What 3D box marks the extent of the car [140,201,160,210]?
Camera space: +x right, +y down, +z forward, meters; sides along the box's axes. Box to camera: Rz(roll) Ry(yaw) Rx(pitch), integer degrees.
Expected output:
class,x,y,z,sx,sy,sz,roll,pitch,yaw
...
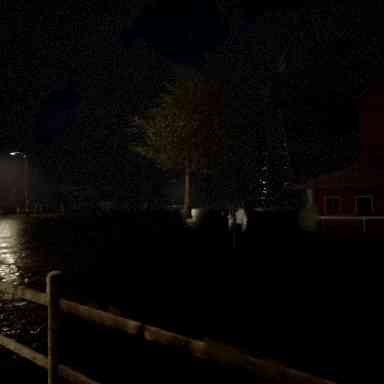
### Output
class,x,y,z,sx,sy,sz,roll,pitch,yaw
car,-8.589,2.702,67.935,2.097,1.767,4.553,-3,-3,36

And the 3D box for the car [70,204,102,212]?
class,x,y,z,sx,sy,sz,roll,pitch,yaw
car,-17.682,2.645,55.419,2.033,1.411,5.357,-3,-3,36
